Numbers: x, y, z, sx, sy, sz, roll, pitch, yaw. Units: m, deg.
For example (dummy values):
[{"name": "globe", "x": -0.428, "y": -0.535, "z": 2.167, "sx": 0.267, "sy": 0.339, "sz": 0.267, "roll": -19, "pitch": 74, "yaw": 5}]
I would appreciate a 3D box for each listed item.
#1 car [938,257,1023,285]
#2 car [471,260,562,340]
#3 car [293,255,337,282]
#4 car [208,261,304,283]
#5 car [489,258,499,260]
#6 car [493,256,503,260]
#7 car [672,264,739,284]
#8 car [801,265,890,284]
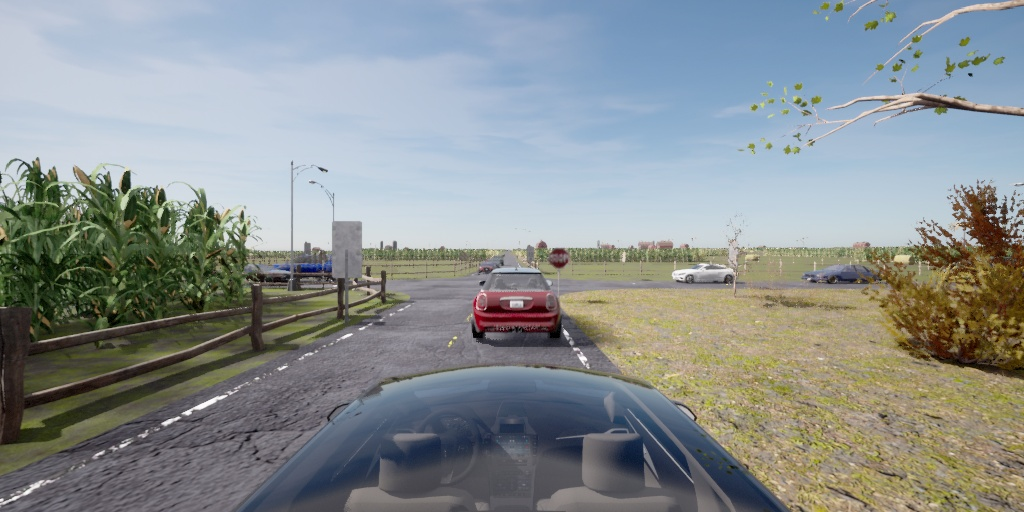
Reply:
[{"name": "car", "x": 35.810, "y": 1.062, "z": 27.040, "sx": 5.566, "sy": 2.045, "sz": 2.150, "roll": 0, "pitch": 0, "yaw": 1}, {"name": "car", "x": 0.108, "y": 1.102, "z": 10.168, "sx": 2.097, "sy": 1.767, "sz": 4.553, "roll": 0, "pitch": 0, "yaw": 0}, {"name": "car", "x": -15.072, "y": 0.911, "z": 26.750, "sx": 5.566, "sy": 2.045, "sz": 2.150, "roll": 0, "pitch": 0, "yaw": 2}, {"name": "car", "x": -17.366, "y": 1.243, "z": 24.037, "sx": 5.357, "sy": 1.411, "sz": 2.033, "roll": 0, "pitch": 0, "yaw": 0}, {"name": "car", "x": -2.802, "y": 1.280, "z": 40.803, "sx": 1.994, "sy": 1.385, "sz": 4.181, "roll": 0, "pitch": 0, "yaw": -2}, {"name": "car", "x": -2.780, "y": 1.187, "z": 54.696, "sx": 1.837, "sy": 1.490, "sz": 4.892, "roll": 0, "pitch": 0, "yaw": 1}, {"name": "car", "x": 14.534, "y": 1.306, "z": 27.031, "sx": 4.674, "sy": 1.442, "sz": 1.812, "roll": 0, "pitch": 0, "yaw": 0}, {"name": "car", "x": 25.081, "y": 1.358, "z": 27.045, "sx": 5.357, "sy": 1.411, "sz": 2.033, "roll": 0, "pitch": 0, "yaw": 0}]
